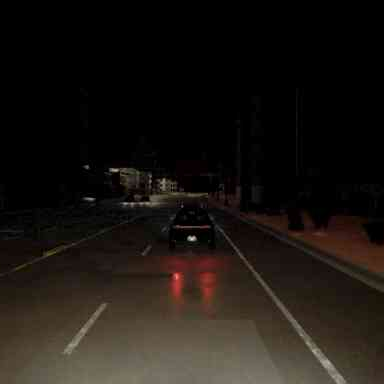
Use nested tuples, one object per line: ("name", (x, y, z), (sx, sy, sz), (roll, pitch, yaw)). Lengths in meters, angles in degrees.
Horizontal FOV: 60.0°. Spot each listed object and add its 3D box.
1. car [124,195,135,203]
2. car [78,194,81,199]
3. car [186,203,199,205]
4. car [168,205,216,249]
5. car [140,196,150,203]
("car", (-13.992, 1.556, 74.725), (1.837, 1.490, 4.892), (0, 1, 0))
("car", (-29.468, 1.005, 83.788), (1.970, 1.475, 3.806), (0, 2, 0))
("car", (0.004, 1.694, 29.657), (1.994, 1.385, 4.181), (0, 0, 0))
("car", (0.002, 1.527, 14.655), (2.128, 1.511, 4.902), (0, 0, 0))
("car", (-10.492, 1.597, 74.726), (2.033, 1.411, 5.357), (0, 1, 0))
